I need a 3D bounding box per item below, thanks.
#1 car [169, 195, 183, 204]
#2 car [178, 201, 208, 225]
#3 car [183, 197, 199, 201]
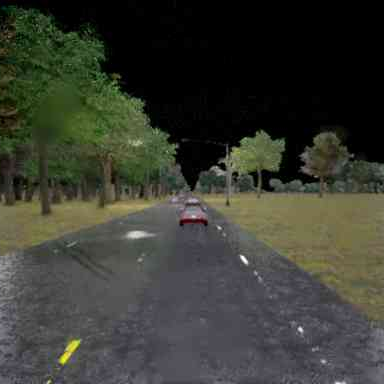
[{"bbox_3d":[-3.477,1.629,67.607,2.128,1.511,4.902,0,0,0],"label":"car"},{"bbox_3d":[0.109,1.627,24.408,1.994,1.385,4.181,0,0,0],"label":"car"},{"bbox_3d":[0.108,1.576,42.631,1.882,1.535,5.008,0,0,0],"label":"car"}]
